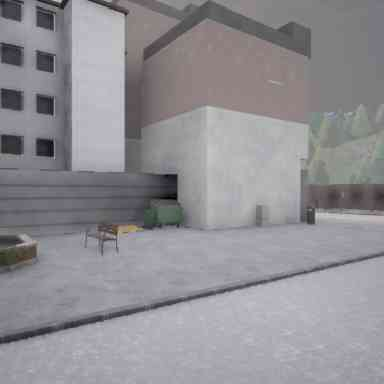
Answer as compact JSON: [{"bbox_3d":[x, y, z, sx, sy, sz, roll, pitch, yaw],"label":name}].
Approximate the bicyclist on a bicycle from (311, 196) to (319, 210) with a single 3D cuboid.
[{"bbox_3d":[14.704,1.349,39.842,1.656,1.620,0.582,0,0,-36],"label":"bicyclist on a bicycle"}]
